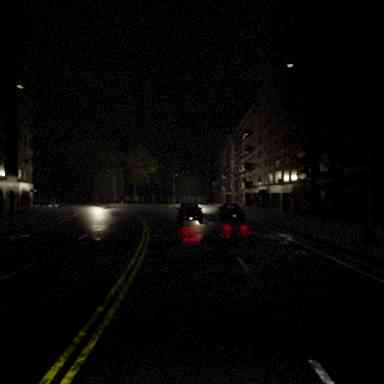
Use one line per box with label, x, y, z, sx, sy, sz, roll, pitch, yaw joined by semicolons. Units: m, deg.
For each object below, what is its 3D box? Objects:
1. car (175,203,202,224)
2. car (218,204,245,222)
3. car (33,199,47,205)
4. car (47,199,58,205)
car;-0.254;1.670;26.405;1.837;1.490;4.892;0;-1;-4
car;3.276;1.709;28.107;1.812;1.442;4.674;0;-1;0
car;-37.524;2.499;80.630;1.994;1.385;4.181;0;-1;-43
car;-35.149;2.474;82.849;1.812;1.442;4.674;0;-1;-43
